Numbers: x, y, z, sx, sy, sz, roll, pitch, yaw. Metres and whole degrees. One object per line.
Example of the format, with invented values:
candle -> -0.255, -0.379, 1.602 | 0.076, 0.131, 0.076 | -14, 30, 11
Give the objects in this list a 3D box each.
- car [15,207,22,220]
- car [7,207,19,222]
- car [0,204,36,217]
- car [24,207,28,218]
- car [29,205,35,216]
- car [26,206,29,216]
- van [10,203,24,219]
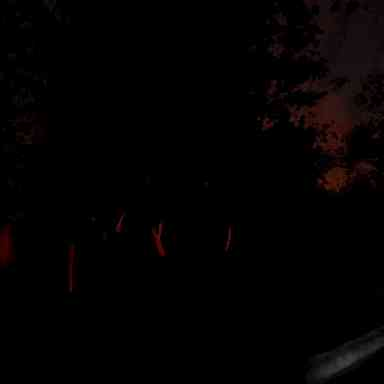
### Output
car -> -23.788, 2.862, 40.061 | 4.892, 1.521, 2.231 | 4, -4, -40
car -> -22.908, 2.768, 37.179 | 5.366, 1.575, 1.946 | 4, -3, -40
car -> -29.865, 3.105, 56.634 | 5.566, 2.045, 2.435 | 4, -3, -40
car -> -25.784, 3.056, 45.609 | 4.792, 1.488, 2.163 | 4, -4, -40
car -> -28.824, 3.305, 53.901 | 4.792, 1.488, 2.163 | 4, -4, -40
car -> -26.835, 2.980, 48.340 | 4.553, 1.767, 2.185 | 5, -4, -40
van -> -24.700, 2.724, 42.915 | 4.442, 1.987, 1.878 | 4, -4, -40
